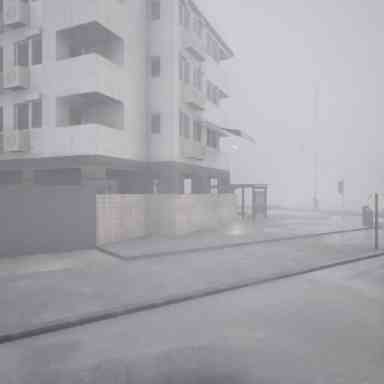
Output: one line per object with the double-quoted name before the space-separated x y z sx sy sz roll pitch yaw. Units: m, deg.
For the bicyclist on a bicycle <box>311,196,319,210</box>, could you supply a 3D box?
"bicyclist on a bicycle" 14.652 1.349 39.554 1.656 1.620 0.582 0 0 -35
